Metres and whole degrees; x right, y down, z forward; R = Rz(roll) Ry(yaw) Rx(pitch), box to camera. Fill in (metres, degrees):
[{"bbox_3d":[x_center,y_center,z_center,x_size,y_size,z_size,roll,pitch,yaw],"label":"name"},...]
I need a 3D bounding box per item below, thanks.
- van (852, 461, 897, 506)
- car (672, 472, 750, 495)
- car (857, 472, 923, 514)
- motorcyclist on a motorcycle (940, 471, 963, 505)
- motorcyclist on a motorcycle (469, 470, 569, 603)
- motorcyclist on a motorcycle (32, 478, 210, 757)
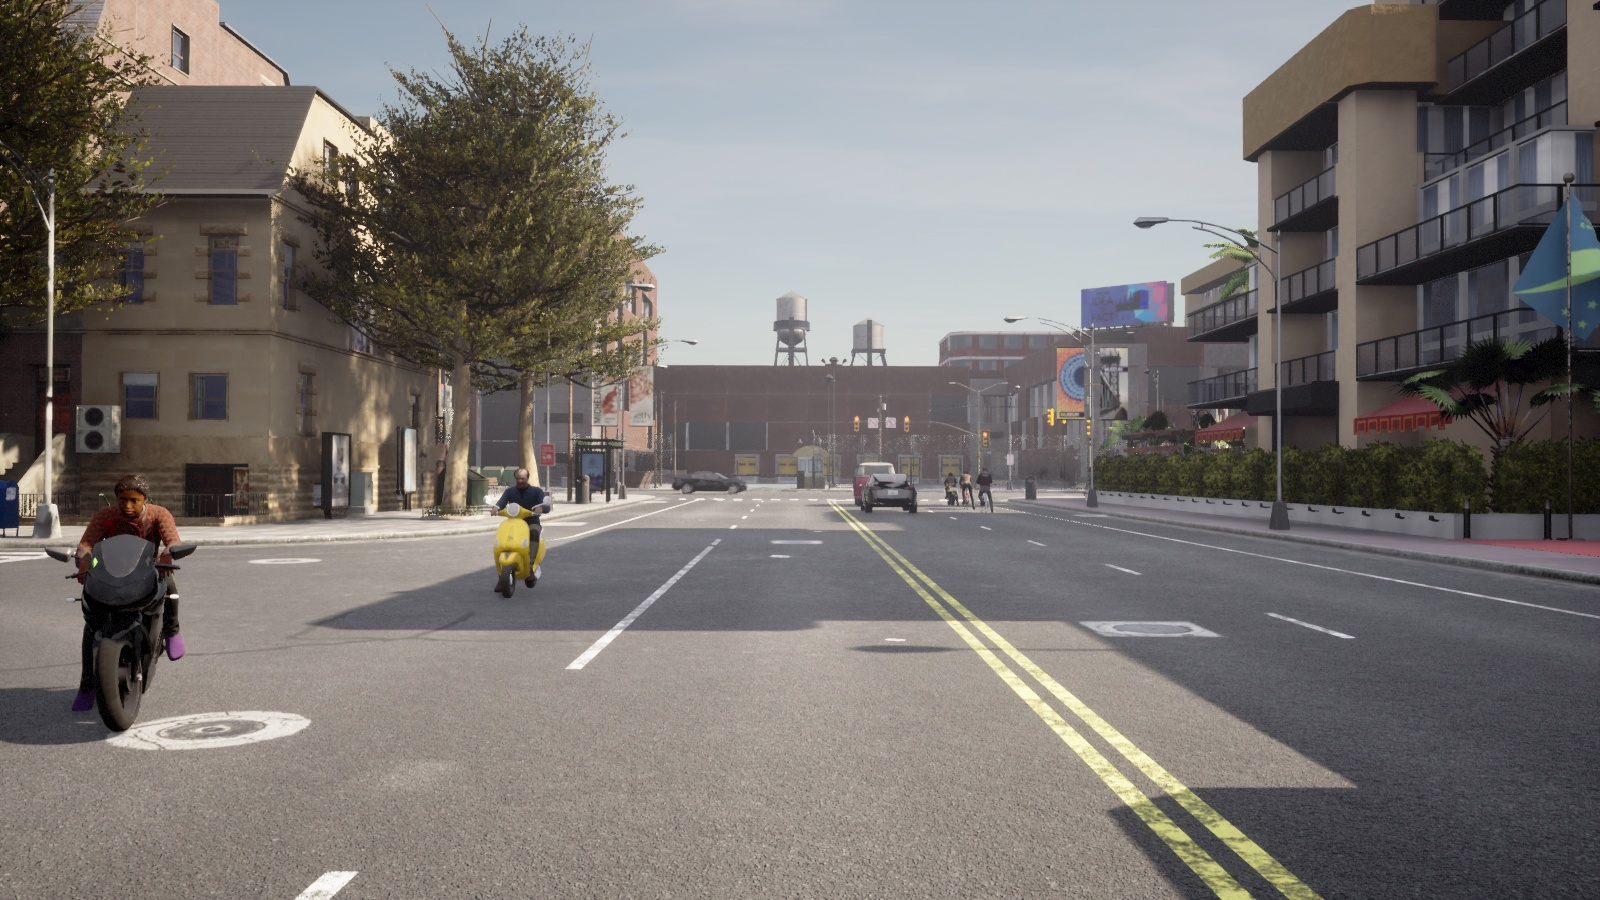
[{"bbox_3d":[3.369,1.512,57.213,1.775,1.987,4.442,0,-1,0],"label":"van"},{"bbox_3d":[-5.870,2.212,83.363,5.008,1.535,1.882,0,-1,0],"label":"car"},{"bbox_3d":[3.391,1.608,48.182,2.163,1.488,4.792,0,-1,0],"label":"car"},{"bbox_3d":[6.873,1.725,57.068,0.797,1.523,2.044,0,-1,0],"label":"motorcyclist on a motorcycle"},{"bbox_3d":[-3.536,1.050,15.958,0.866,1.590,1.817,0,-1,0],"label":"motorcyclist on a motorcycle"},{"bbox_3d":[-4.264,0.948,8.029,0.797,1.523,2.044,0,-1,-23],"label":"motorcyclist on a motorcycle"}]
